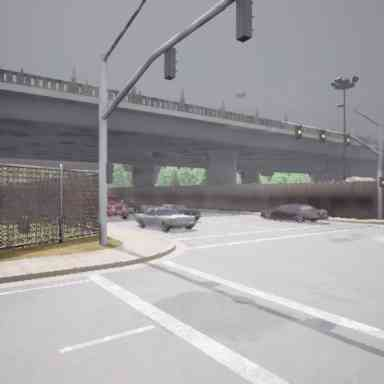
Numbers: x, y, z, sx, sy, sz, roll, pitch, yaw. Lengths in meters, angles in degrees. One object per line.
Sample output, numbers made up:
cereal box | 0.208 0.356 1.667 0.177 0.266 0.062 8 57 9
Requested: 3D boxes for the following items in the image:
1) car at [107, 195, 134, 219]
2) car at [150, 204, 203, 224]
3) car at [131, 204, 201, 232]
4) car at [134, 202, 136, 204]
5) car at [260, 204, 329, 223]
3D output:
car | -7.428 1.277 28.852 2.150 2.045 5.566 0 0 -36
car | -1.327 1.656 26.338 1.895 1.301 4.718 0 0 -36
car | -1.753 1.656 20.916 1.895 1.301 4.718 0 0 -36
car | -6.439 1.619 33.481 1.994 1.385 4.181 0 0 -36
car | 7.832 1.604 25.908 2.033 1.411 5.357 0 0 -36
